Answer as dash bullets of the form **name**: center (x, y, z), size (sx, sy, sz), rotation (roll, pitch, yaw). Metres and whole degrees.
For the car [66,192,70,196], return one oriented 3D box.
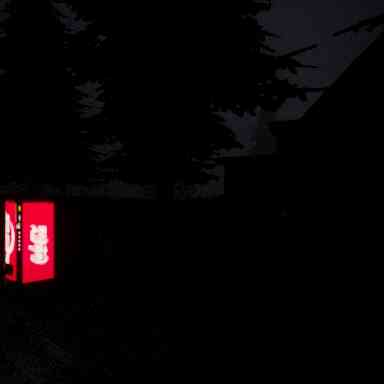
- **car**: center (-20.506, 1.330, 62.087), size (5.027, 1.636, 2.152), rotation (0, 0, -23)

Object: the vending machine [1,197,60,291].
- **vending machine**: center (-3.998, 1.195, 8.252), size (1.100, 2.100, 0.880), rotation (0, 0, -44)

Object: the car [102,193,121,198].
- **car**: center (-18.078, 1.319, 75.991), size (3.633, 1.501, 1.845), rotation (0, 0, -23)

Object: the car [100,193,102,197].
- **car**: center (-21.948, 1.298, 85.204), size (4.514, 1.523, 2.007), rotation (0, 0, -23)

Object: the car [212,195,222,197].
- **car**: center (4.725, 1.374, 69.414), size (3.633, 1.501, 1.845), rotation (0, 0, -23)

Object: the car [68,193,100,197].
- **car**: center (-19.231, 1.339, 59.221), size (4.514, 1.523, 2.007), rotation (0, 0, -23)
